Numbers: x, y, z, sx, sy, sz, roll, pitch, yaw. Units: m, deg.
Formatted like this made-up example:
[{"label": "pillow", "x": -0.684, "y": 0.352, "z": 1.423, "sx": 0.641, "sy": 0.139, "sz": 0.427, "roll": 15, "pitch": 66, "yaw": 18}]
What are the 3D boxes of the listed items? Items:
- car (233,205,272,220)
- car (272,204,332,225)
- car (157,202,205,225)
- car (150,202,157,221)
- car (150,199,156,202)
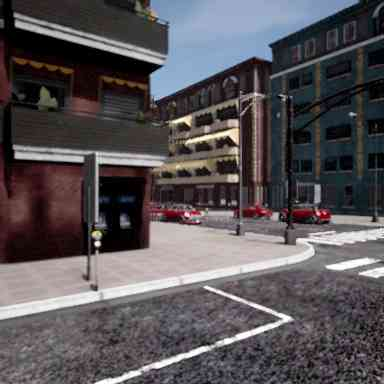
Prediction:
[{"label": "car", "x": 5.714, "y": 1.879, "z": 31.241, "sx": 1.802, "sy": 1.307, "sz": 4.206, "roll": -1, "pitch": 0, "yaw": -35}, {"label": "car", "x": 8.903, "y": 1.669, "z": 26.702, "sx": 1.967, "sy": 1.590, "sz": 4.097, "roll": -1, "pitch": 0, "yaw": -35}, {"label": "car", "x": -0.729, "y": 1.713, "z": 26.693, "sx": 1.967, "sy": 1.590, "sz": 4.097, "roll": -1, "pitch": 0, "yaw": -35}, {"label": "car", "x": -3.915, "y": 1.923, "z": 31.234, "sx": 1.802, "sy": 1.307, "sz": 4.206, "roll": -1, "pitch": 0, "yaw": -35}, {"label": "car", "x": -3.853, "y": 2.068, "z": 44.862, "sx": 1.947, "sy": 1.339, "sz": 4.313, "roll": -1, "pitch": 0, "yaw": -35}]
